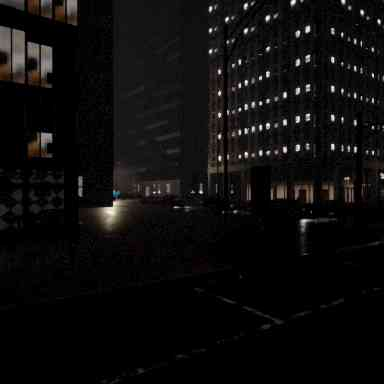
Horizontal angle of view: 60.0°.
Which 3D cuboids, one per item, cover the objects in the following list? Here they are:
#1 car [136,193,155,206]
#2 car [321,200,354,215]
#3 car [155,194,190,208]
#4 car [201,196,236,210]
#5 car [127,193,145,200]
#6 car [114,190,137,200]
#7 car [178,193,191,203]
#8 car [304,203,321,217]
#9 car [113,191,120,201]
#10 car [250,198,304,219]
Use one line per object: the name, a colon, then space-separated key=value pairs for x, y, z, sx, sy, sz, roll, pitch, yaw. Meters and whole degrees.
car: x=-5.419 y=1.094 z=45.025 sx=1.752 sy=1.417 sz=4.829 roll=1 pitch=0 yaw=-33
car: x=13.047 y=1.377 z=31.269 sx=1.802 sy=1.307 sz=4.206 roll=1 pitch=0 yaw=-32
car: x=-2.469 y=1.212 z=40.529 sx=1.802 sy=1.307 sz=4.206 roll=1 pitch=0 yaw=-33
car: x=2.873 y=1.183 z=36.952 sx=2.128 sy=1.511 sz=4.902 roll=0 pitch=1 yaw=-32
car: x=-11.500 y=0.864 z=67.811 sx=1.947 sy=1.339 sz=4.313 roll=1 pitch=0 yaw=-36
car: x=-13.276 y=0.786 z=65.991 sx=1.882 sy=1.535 sz=5.008 roll=0 pitch=1 yaw=-36
car: x=-2.629 y=1.054 z=45.481 sx=1.882 sy=1.535 sz=5.008 roll=0 pitch=1 yaw=-33
car: x=8.194 y=1.309 z=28.517 sx=1.837 sy=1.490 sz=4.892 roll=0 pitch=1 yaw=-32
car: x=-14.968 y=0.920 z=58.904 sx=1.887 sy=1.381 sz=4.507 roll=1 pitch=0 yaw=-35
car: x=6.429 y=1.399 z=26.575 sx=1.802 sy=1.307 sz=4.206 roll=1 pitch=0 yaw=-32
